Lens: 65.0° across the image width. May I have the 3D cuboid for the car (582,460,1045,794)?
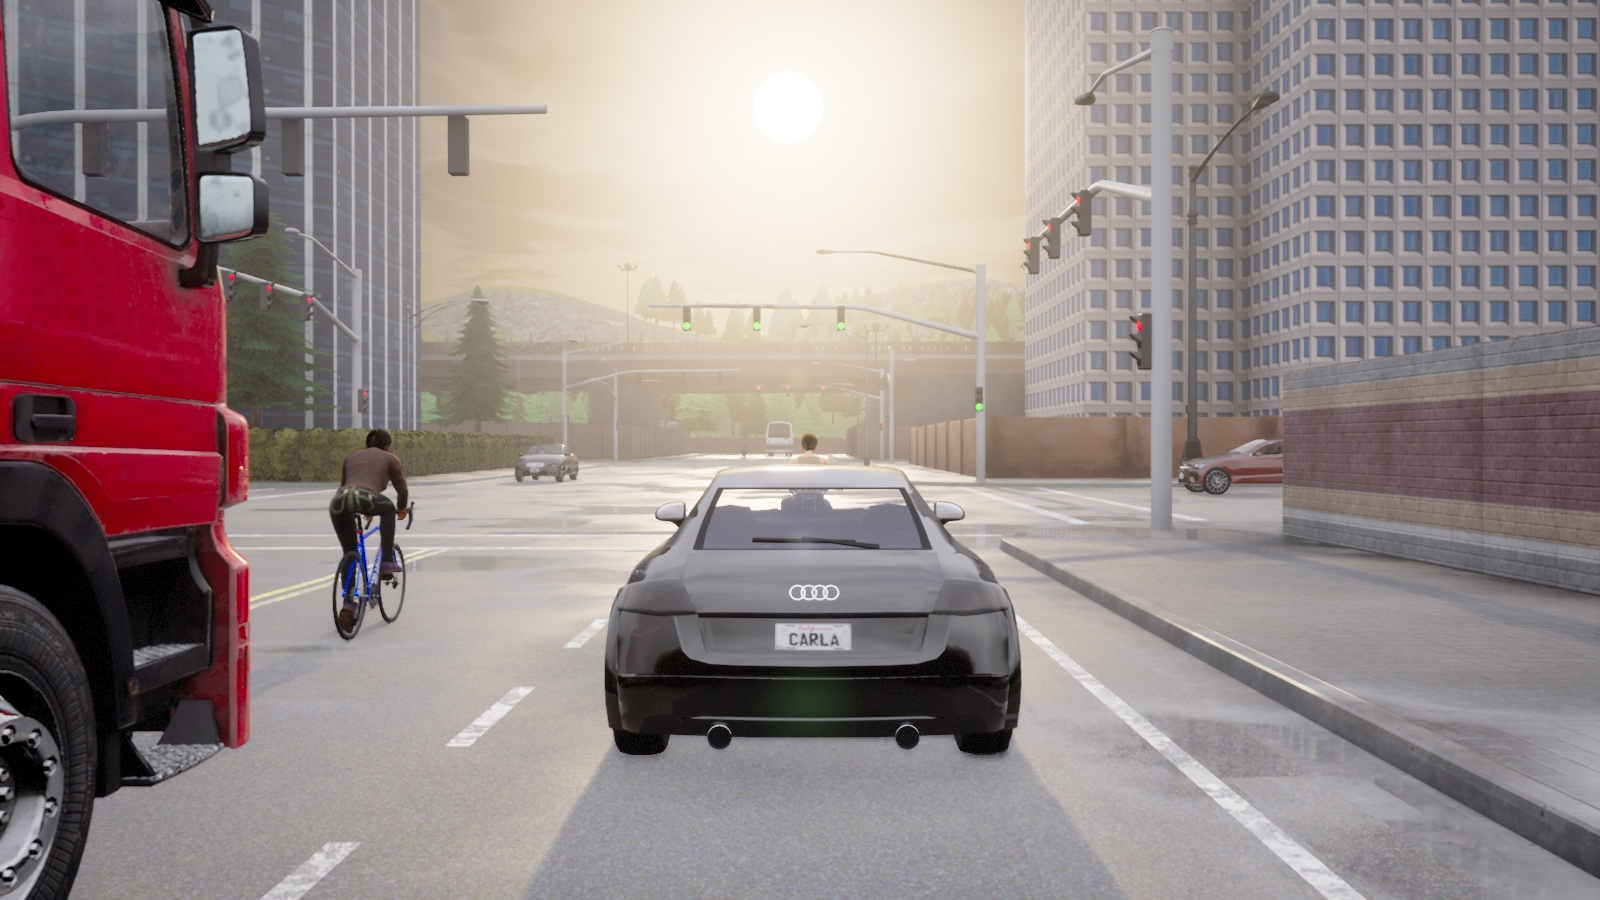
[{"bbox_3d":[0.061,0.777,7.495,1.994,1.385,4.181,0,0,0],"label":"car"}]

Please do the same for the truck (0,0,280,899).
[{"bbox_3d":[-3.479,-0.242,0.886,2.891,3.462,7.936,0,0,0],"label":"truck"}]

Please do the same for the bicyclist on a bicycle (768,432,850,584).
[{"bbox_3d":[0.097,0.620,14.068,0.866,1.612,1.509,0,-1,0],"label":"bicyclist on a bicycle"}]

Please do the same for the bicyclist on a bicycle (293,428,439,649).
[{"bbox_3d":[-3.425,0.651,10.049,0.582,1.620,1.656,0,0,0],"label":"bicyclist on a bicycle"}]

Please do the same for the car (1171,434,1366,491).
[{"bbox_3d":[13.929,0.365,37.562,5.027,1.651,2.152,0,0,1],"label":"car"}]

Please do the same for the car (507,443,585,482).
[{"bbox_3d":[-10.184,0.463,50.711,2.128,1.511,4.902,0,0,0],"label":"car"}]
